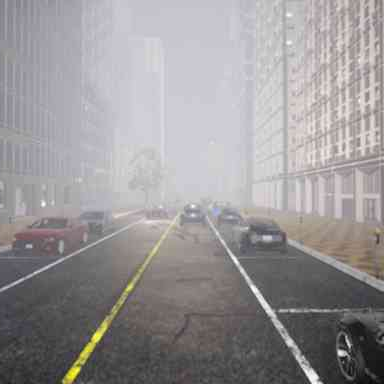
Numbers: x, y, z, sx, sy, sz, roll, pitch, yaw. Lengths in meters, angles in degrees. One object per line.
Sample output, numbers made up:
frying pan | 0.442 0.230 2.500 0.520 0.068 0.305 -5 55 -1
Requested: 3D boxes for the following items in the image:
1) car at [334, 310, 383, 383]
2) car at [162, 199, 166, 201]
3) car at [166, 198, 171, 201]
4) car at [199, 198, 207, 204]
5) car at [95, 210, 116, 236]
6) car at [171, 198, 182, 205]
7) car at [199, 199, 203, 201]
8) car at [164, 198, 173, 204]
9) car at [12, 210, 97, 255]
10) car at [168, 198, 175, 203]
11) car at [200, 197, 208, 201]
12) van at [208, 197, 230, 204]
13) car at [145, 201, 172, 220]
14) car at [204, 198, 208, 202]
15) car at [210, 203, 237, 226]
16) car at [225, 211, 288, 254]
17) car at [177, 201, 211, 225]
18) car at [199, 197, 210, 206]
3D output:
car | 2.690 1.590 2.505 1.947 1.339 4.313 0 -1 0
car | -5.742 2.017 53.736 2.008 1.369 4.403 0 0 0
car | -5.765 2.197 76.505 2.008 1.369 4.403 0 0 0
car | 2.609 2.216 82.363 1.752 1.417 4.829 0 0 0
car | -5.708 1.745 19.581 1.947 1.339 4.313 0 -1 0
car | -3.074 2.090 72.894 1.882 1.535 5.008 0 0 0
car | 0.055 1.934 41.894 1.994 1.385 4.181 0 0 0
car | -5.771 2.256 82.197 1.947 1.339 4.313 0 0 0
car | -5.702 1.673 13.889 1.887 1.381 4.507 0 -1 0
car | -5.783 2.357 93.580 1.802 1.307 4.206 0 0 0
car | 2.634 1.827 59.427 2.192 1.841 5.009 0 0 0
van | 2.662 1.619 30.968 1.690 1.788 3.998 0 0 0
car | -3.129 1.843 31.127 1.994 1.385 4.181 0 0 0
car | 2.656 1.766 36.658 1.967 1.590 4.097 0 0 0
car | 2.667 1.794 25.273 1.947 1.339 4.313 0 0 0
car | 2.679 1.693 13.889 1.947 1.339 4.313 0 -1 0
car | 0.074 1.740 26.197 2.163 1.488 4.792 0 0 0
car | 2.622 1.917 70.812 2.192 1.841 5.009 0 0 0
